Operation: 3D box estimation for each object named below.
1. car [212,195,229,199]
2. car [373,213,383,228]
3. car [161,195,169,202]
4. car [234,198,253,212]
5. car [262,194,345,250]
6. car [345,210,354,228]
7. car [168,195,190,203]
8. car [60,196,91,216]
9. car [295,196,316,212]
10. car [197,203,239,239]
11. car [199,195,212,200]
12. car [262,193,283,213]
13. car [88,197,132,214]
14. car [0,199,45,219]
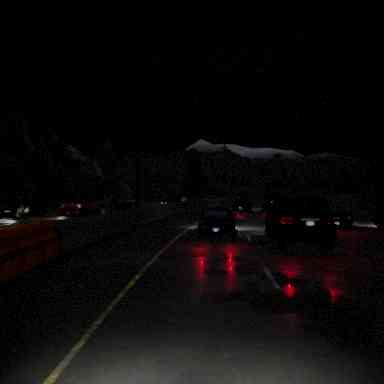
[{"bbox_3d":[6.434,1.455,68.874,1.812,1.442,4.674,0,0,27],"label":"car"},{"bbox_3d":[12.130,1.553,18.812,2.033,1.411,5.357,0,0,9],"label":"car"},{"bbox_3d":[-4.706,1.412,70.053,1.837,1.490,4.892,0,0,25],"label":"car"},{"bbox_3d":[6.019,1.474,39.248,1.837,1.490,4.892,0,0,16],"label":"car"},{"bbox_3d":[4.531,1.215,14.548,2.150,2.045,5.566,0,0,6],"label":"car"},{"bbox_3d":[9.170,1.596,22.259,1.895,1.301,4.718,0,0,10],"label":"car"},{"bbox_3d":[-2.166,1.461,67.253,2.033,1.411,5.357,0,0,25],"label":"car"},{"bbox_3d":[-10.516,1.294,31.715,2.097,1.767,4.553,0,0,12],"label":"car"},{"bbox_3d":[13.239,1.338,38.968,2.097,1.767,4.553,0,0,17],"label":"car"},{"bbox_3d":[1.346,1.509,17.250,1.812,1.442,4.674,0,0,7],"label":"car"},{"bbox_3d":[3.191,1.400,70.225,1.882,1.535,5.008,0,0,27],"label":"car"},{"bbox_3d":[9.393,1.199,38.457,2.150,2.045,5.566,0,0,17],"label":"car"},{"bbox_3d":[-7.157,1.442,30.773,2.128,1.511,4.902,0,0,12],"label":"car"},{"bbox_3d":[-14.727,1.442,28.608,1.837,1.490,4.892,0,0,11],"label":"car"}]
